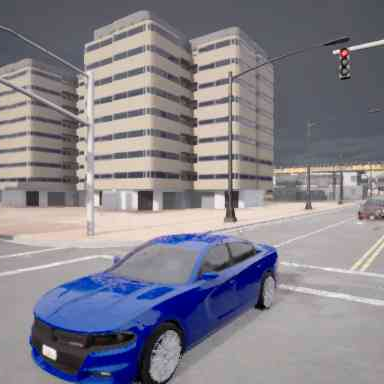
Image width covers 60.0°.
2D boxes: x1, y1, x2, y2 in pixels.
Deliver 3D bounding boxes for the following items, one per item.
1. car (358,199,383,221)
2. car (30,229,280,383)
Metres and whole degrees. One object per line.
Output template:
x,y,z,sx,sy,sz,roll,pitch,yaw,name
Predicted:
14.794,1.343,26.779,2.097,1.767,4.553,0,0,35,car
-0.127,1.488,5.697,1.882,1.535,5.008,0,0,35,car
